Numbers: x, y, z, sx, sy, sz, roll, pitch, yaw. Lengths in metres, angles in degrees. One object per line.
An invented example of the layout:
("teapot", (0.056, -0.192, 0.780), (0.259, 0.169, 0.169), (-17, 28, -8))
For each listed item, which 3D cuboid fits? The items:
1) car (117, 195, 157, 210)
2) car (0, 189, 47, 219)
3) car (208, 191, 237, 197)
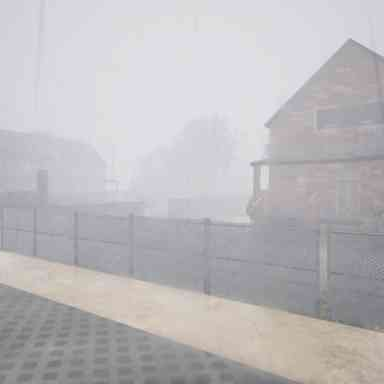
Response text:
("car", (-5.085, 0.980, 30.166), (1.994, 1.385, 4.181), (1, 2, 36))
("car", (-11.872, 0.907, 20.684), (2.150, 2.045, 5.566), (1, 3, 36))
("car", (3.947, 0.600, 42.760), (2.033, 1.411, 5.357), (1, 2, 36))
